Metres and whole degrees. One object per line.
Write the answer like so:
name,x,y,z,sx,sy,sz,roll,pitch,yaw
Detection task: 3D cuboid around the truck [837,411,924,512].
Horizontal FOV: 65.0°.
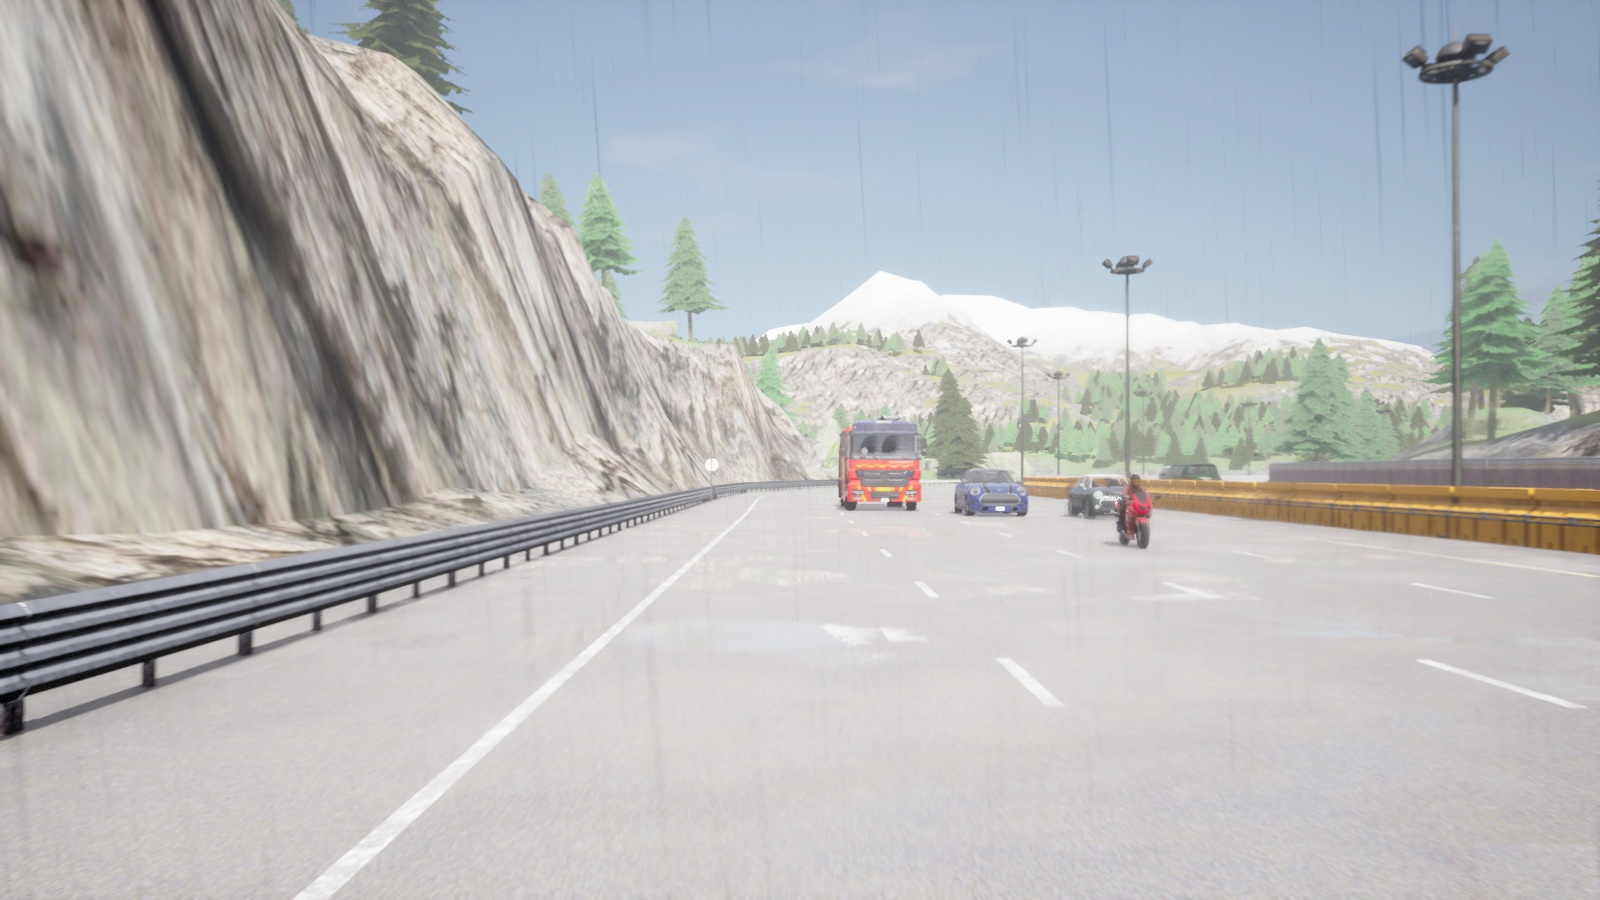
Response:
truck,3.206,0.516,52.294,2.891,3.827,8.468,0,-1,-1

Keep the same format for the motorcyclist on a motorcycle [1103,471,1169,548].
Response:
motorcyclist on a motorcycle,6.900,1.204,25.919,0.797,1.523,2.044,0,-1,0

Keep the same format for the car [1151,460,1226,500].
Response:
car,20.479,1.565,66.447,2.150,2.045,5.566,0,-1,-1

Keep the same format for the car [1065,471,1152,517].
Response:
car,10.333,1.448,42.316,1.970,1.475,3.806,0,-1,0

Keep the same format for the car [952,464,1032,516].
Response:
car,6.812,1.401,45.039,2.097,1.767,4.553,0,-1,-1
